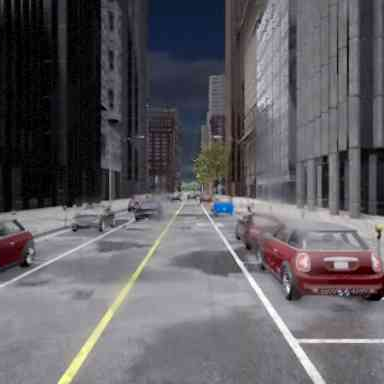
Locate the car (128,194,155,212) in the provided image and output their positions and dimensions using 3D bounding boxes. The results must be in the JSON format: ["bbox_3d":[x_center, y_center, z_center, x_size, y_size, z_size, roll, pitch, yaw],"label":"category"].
[{"bbox_3d":[-5.682,1.201,36.524,2.192,1.841,5.009,0,0,0],"label":"car"}]

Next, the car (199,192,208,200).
[{"bbox_3d":[2.822,1.023,81.625,2.192,1.841,5.009,0,0,0],"label":"car"}]

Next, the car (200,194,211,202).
[{"bbox_3d":[2.828,1.181,70.345,1.967,1.590,4.097,0,0,0],"label":"car"}]

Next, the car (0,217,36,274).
[{"bbox_3d":[-5.672,1.419,8.327,1.967,1.590,4.097,0,0,0],"label":"car"}]

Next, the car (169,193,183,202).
[{"bbox_3d":[-3.037,1.354,65.919,1.895,1.301,4.718,0,0,0],"label":"car"}]

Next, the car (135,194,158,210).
[{"bbox_3d":[-5.685,1.177,42.164,2.192,1.841,5.009,0,0,0],"label":"car"}]

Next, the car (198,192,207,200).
[{"bbox_3d":[2.820,1.009,87.263,2.192,1.841,5.009,0,0,0],"label":"car"}]

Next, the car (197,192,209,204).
[{"bbox_3d":[2.362,1.142,57.618,2.097,1.767,4.553,0,0,0],"label":"car"}]

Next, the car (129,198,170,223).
[{"bbox_3d":[-3.112,1.476,25.432,2.033,1.411,5.357,0,0,0],"label":"car"}]

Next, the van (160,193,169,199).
[{"bbox_3d":[-5.697,1.081,70.357,1.690,1.788,3.998,0,0,0],"label":"van"}]

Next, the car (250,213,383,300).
[{"bbox_3d":[2.854,1.419,8.306,1.967,1.590,4.097,0,0,0],"label":"car"}]

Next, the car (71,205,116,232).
[{"bbox_3d":[-5.676,1.498,19.606,2.008,1.369,4.403,0,0,0],"label":"car"}]

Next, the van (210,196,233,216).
[{"bbox_3d":[2.846,1.251,30.866,1.690,1.788,3.998,0,0,0],"label":"van"}]

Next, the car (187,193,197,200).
[{"bbox_3d":[-0.033,0.977,76.055,2.097,1.767,4.553,0,0,0],"label":"car"}]

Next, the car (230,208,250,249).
[{"bbox_3d":[2.852,1.546,13.947,1.802,1.307,4.206,0,0,0],"label":"car"}]

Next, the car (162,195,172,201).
[{"bbox_3d":[-5.700,1.288,75.996,1.947,1.339,4.313,0,0,0],"label":"car"}]

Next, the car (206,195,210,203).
[{"bbox_3d":[2.844,1.411,36.678,1.752,1.417,4.829,0,0,0],"label":"car"}]
